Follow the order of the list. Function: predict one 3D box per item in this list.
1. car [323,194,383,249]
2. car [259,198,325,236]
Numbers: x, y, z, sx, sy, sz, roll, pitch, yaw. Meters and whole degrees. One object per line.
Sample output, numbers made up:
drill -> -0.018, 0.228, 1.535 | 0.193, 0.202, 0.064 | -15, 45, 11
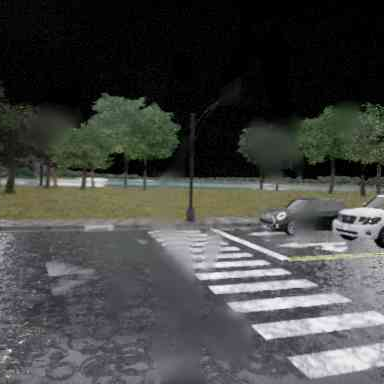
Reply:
car -> 8.616, 1.078, 13.705 | 5.566, 2.045, 2.150 | 1, 2, -17
car -> 5.569, 1.074, 16.185 | 4.553, 1.767, 2.097 | 1, 2, -17
